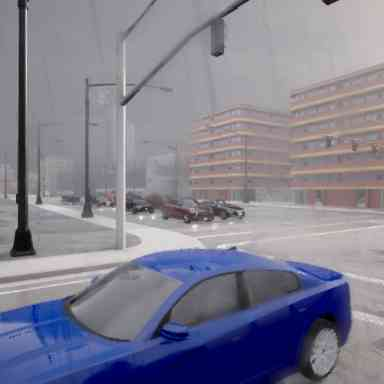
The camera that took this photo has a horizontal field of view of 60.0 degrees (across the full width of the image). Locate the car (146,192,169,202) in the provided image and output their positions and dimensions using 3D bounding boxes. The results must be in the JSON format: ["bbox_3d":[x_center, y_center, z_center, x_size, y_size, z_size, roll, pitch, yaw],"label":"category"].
[{"bbox_3d":[-6.008,0.871,57.733,1.837,1.490,4.892,0,1,-34],"label":"car"}]

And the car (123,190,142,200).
[{"bbox_3d":[-11.870,0.556,66.323,2.097,1.767,4.553,0,1,-34],"label":"car"}]

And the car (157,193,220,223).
[{"bbox_3d":[-0.351,1.227,24.425,2.097,1.767,4.553,0,1,-34],"label":"car"}]

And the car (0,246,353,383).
[{"bbox_3d":[-0.132,1.477,3.893,5.008,1.535,1.882,0,0,-35],"label":"car"}]

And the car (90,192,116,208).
[{"bbox_3d":[-10.906,1.069,39.911,2.128,1.511,4.902,0,1,-34],"label":"car"}]

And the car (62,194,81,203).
[{"bbox_3d":[-18.722,0.932,51.481,1.895,1.301,4.718,0,1,-34],"label":"car"}]

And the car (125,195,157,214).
[{"bbox_3d":[-5.210,1.317,31.554,1.994,1.385,4.181,0,1,-34],"label":"car"}]

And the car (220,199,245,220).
[{"bbox_3d":[2.214,1.357,26.871,2.128,1.511,4.902,0,1,-35],"label":"car"}]

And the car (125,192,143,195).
[{"bbox_3d":[-8.412,1.129,42.466,1.994,1.385,4.181,0,1,-34],"label":"car"}]

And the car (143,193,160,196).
[{"bbox_3d":[-2.789,1.092,34.216,2.097,1.767,4.553,0,1,-34],"label":"car"}]

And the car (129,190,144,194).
[{"bbox_3d":[-8.899,0.858,55.760,2.128,1.511,4.902,0,1,-34],"label":"car"}]
